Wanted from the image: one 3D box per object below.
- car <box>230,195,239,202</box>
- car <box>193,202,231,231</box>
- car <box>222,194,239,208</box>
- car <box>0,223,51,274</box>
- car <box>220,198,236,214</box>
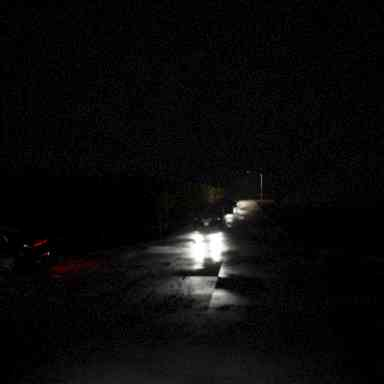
[{"bbox_3d":[9.627,1.484,75.532,1.837,1.490,4.892,0,0,9],"label":"car"},{"bbox_3d":[1.264,1.651,22.311,2.128,1.511,4.902,0,0,10],"label":"car"},{"bbox_3d":[6.003,1.362,52.349,2.150,2.045,5.566,0,1,10],"label":"car"},{"bbox_3d":[-7.147,1.790,10.569,4.892,1.490,1.837,0,3,-12],"label":"car"},{"bbox_3d":[3.642,1.742,37.372,1.994,1.385,4.181,0,0,9],"label":"car"}]
